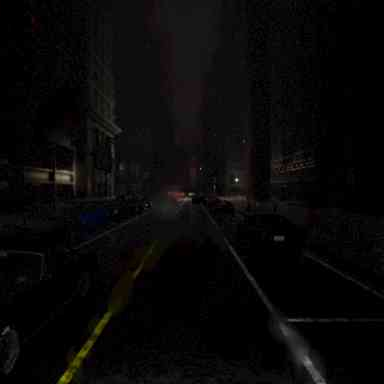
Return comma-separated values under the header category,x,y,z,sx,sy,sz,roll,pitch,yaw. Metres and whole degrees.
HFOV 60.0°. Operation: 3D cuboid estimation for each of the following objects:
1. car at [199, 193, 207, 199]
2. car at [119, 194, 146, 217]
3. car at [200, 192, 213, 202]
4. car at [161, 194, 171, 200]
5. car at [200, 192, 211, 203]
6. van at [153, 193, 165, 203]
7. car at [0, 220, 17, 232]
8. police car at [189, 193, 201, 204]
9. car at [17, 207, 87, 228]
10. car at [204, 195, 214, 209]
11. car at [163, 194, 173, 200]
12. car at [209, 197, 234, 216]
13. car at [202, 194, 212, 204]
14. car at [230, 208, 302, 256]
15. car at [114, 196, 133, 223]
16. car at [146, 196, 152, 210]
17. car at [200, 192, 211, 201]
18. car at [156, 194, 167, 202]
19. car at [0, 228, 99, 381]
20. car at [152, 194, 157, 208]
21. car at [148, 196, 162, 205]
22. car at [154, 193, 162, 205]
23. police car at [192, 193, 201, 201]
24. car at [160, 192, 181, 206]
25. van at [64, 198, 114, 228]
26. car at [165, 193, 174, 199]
category,x,y,z,sx,sy,sz,roll,pitch,yaw
car,2.771,0.960,85.838,1.967,1.590,4.097,0,0,0
car,-5.762,1.137,29.472,2.192,1.841,5.009,0,0,0
car,2.767,0.946,63.293,2.192,1.841,5.009,0,0,0
car,-5.755,1.140,74.565,1.947,1.339,4.313,0,0,0
car,2.766,1.132,52.022,1.967,1.590,4.097,0,0,0
van,-5.758,1.003,57.655,1.690,1.788,3.998,0,0,0
car,-5.765,1.483,6.757,1.752,1.417,4.829,0,0,0
police car,0.908,1.110,53.386,1.930,1.638,5.238,0,0,0
car,-5.764,1.473,12.563,2.008,1.369,4.403,0,0,0
car,2.765,1.337,40.750,1.802,1.307,4.206,0,0,0
car,-5.754,1.113,80.202,1.947,1.339,4.313,0,0,0
car,2.764,1.404,29.478,1.802,1.307,4.206,0,0,0
car,2.766,1.305,46.387,1.802,1.307,4.206,0,0,0
car,2.761,1.488,12.569,1.947,1.339,4.313,0,0,0
car,-5.763,1.295,23.835,1.967,1.590,4.097,0,0,0
car,-5.761,1.355,35.110,1.947,1.339,4.313,0,0,0
car,2.768,0.917,68.929,2.192,1.841,5.009,0,0,0
car,-5.757,1.158,63.122,1.752,1.417,4.829,0,0,0
car,-3.101,1.566,5.513,1.895,1.301,4.718,0,0,0
car,-5.760,1.322,40.746,1.947,1.339,4.313,0,0,0
car,-5.758,1.274,52.020,1.802,1.307,4.206,0,0,0
car,-5.759,1.274,46.382,2.008,1.369,4.403,0,0,0
police car,0.877,1.025,69.386,1.930,1.638,5.238,0,0,0
car,-3.077,1.208,47.511,2.128,1.511,4.902,0,0,0
van,-5.764,1.230,18.198,1.690,1.788,3.998,0,0,0
car,-5.754,1.071,85.838,2.008,1.369,4.403,0,0,0
